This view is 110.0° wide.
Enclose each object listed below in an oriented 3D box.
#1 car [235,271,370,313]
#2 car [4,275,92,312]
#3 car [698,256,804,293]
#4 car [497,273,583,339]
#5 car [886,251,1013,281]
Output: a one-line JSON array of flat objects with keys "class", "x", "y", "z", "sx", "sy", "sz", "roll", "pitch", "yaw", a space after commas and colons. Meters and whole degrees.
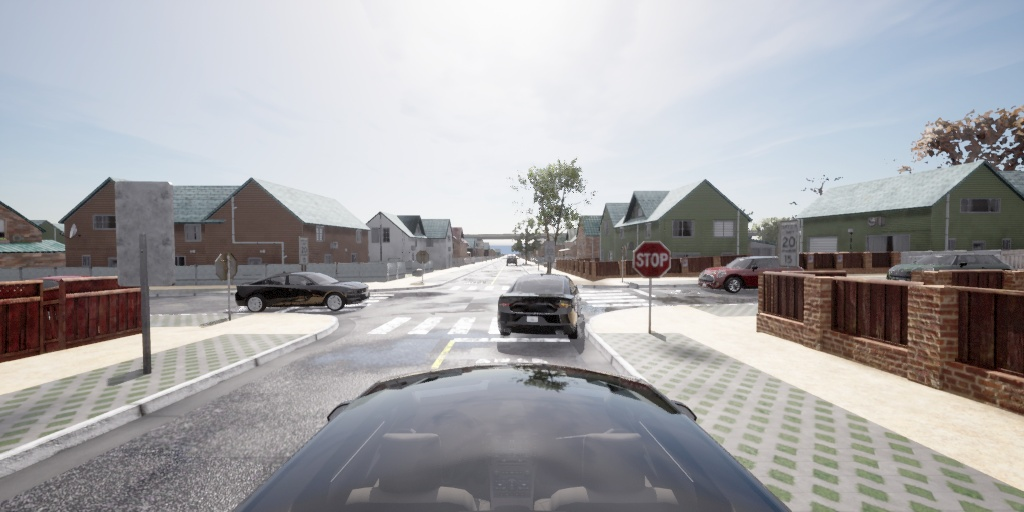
[{"class": "car", "x": -8.473, "y": 1.376, "z": 14.730, "sx": 5.008, "sy": 1.535, "sz": 1.882, "roll": -1, "pitch": 2, "yaw": 0}, {"class": "car", "x": -18.026, "y": 1.546, "z": 14.664, "sx": 5.008, "sy": 1.535, "sz": 1.882, "roll": -1, "pitch": 2, "yaw": 0}, {"class": "car", "x": 11.801, "y": 0.820, "z": 17.820, "sx": 4.553, "sy": 1.767, "sz": 2.097, "roll": -1, "pitch": 2, "yaw": 0}, {"class": "car", "x": 0.955, "y": 1.224, "z": 10.207, "sx": 1.882, "sy": 1.535, "sz": 5.008, "roll": 0, "pitch": 0, "yaw": 12}, {"class": "car", "x": 21.696, "y": 0.646, "z": 17.895, "sx": 4.553, "sy": 1.767, "sz": 2.097, "roll": -1, "pitch": 2, "yaw": 0}]
